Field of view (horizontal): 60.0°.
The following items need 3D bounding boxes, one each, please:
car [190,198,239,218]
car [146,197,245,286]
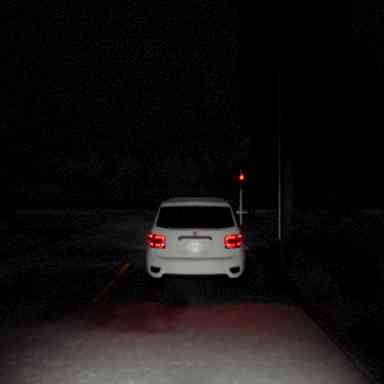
[{"bbox_3d":[2.052,1.262,28.409,2.033,1.411,5.357,0,1,30],"label":"car"},{"bbox_3d":[0.108,1.128,9.236,2.150,2.045,5.566,0,1,1],"label":"car"}]
